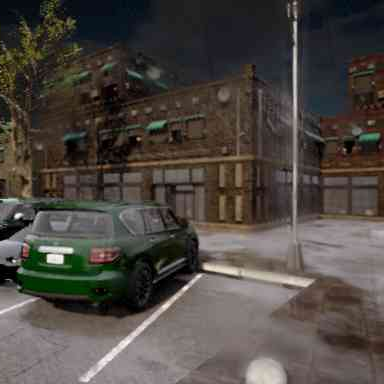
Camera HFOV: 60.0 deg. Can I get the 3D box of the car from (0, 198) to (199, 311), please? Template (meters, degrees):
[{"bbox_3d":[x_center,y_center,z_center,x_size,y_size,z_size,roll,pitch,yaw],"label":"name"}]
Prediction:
[{"bbox_3d":[-1.490,1.241,8.067,2.435,2.045,5.566,0,-1,17],"label":"car"}]

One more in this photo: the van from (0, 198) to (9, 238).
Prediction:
[{"bbox_3d":[-10.960,1.249,15.209,1.878,1.987,4.442,0,-1,17],"label":"van"}]

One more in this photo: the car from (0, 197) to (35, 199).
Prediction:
[{"bbox_3d":[-6.241,1.231,11.539,2.435,2.045,5.566,1,-1,17],"label":"car"}]
